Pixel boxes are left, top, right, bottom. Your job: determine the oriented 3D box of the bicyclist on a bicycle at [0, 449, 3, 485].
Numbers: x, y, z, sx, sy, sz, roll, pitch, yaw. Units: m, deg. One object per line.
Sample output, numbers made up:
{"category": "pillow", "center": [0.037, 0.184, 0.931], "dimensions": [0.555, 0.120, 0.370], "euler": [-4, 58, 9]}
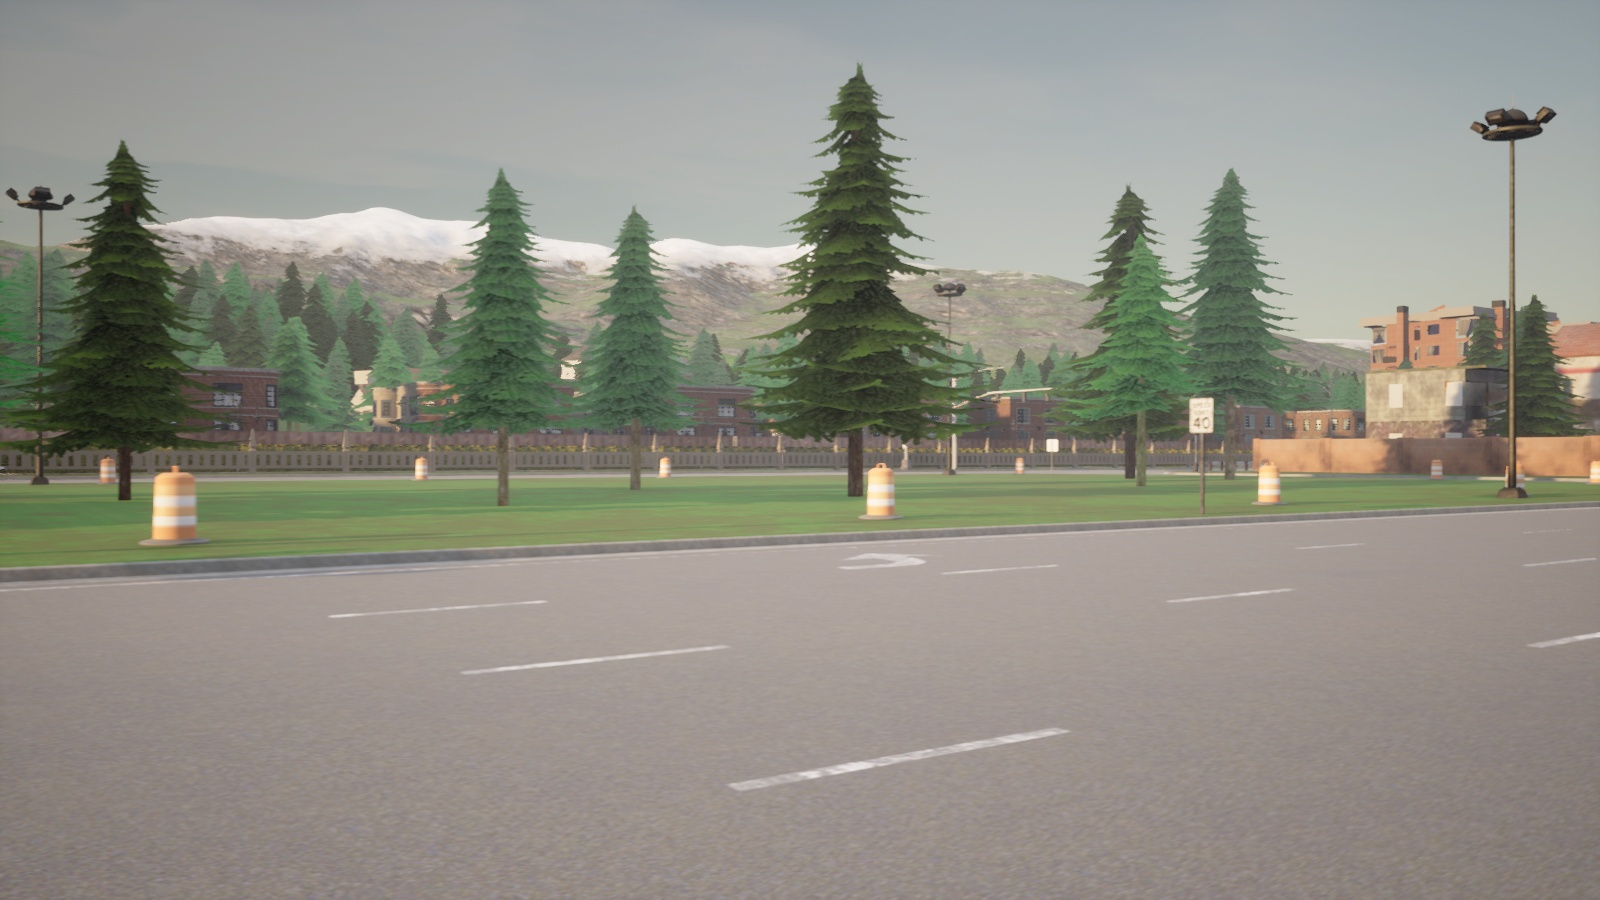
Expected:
{"category": "bicyclist on a bicycle", "center": [-41.003, 0.856, 62.887], "dimensions": [1.843, 1.776, 0.659], "euler": [0, 0, -35]}
